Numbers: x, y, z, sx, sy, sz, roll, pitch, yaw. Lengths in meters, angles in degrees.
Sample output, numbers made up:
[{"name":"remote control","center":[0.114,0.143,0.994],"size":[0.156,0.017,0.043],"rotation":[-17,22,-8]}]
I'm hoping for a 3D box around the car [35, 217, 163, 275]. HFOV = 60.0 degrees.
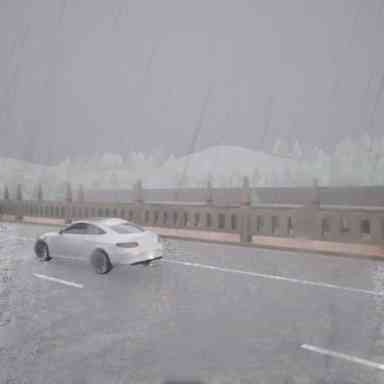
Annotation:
[{"name":"car","center":[-3.001,1.526,10.435],"size":[4.674,1.442,1.812],"rotation":[0,0,36]}]
